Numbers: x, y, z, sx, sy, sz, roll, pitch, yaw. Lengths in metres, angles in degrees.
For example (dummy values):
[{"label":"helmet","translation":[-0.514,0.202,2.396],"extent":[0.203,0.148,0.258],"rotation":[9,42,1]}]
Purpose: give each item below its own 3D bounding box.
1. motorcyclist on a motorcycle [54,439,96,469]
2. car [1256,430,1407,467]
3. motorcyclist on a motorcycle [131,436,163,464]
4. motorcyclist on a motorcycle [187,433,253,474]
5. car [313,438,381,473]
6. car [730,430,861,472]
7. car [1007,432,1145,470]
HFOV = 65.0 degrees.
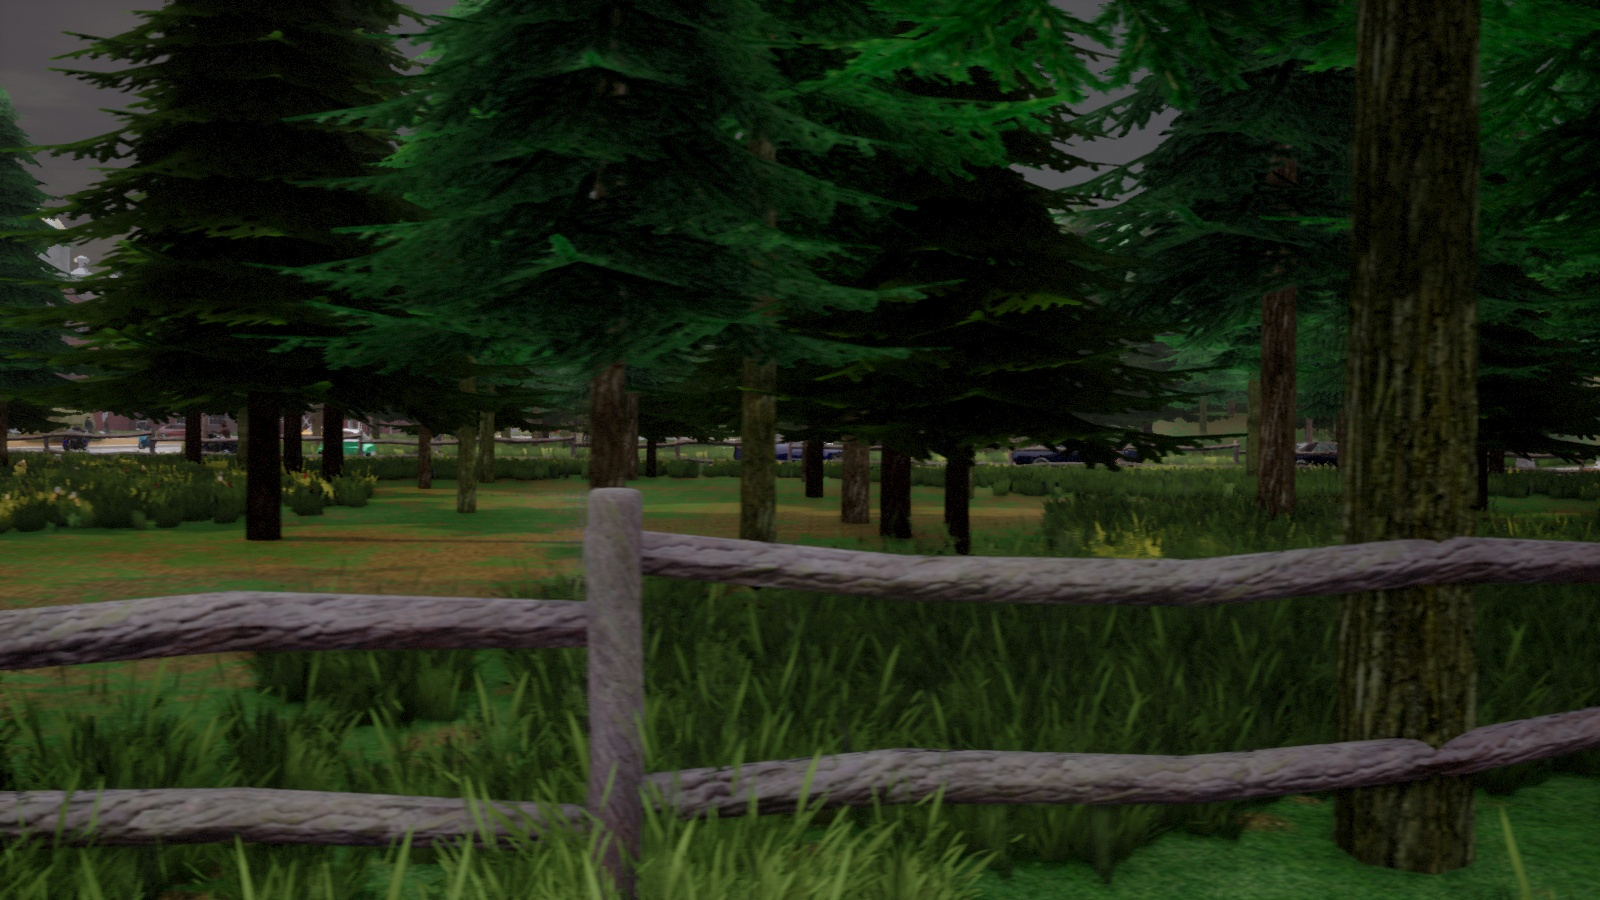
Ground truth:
[{"label":"motorcyclist on a motorcycle","translation":[-38.572,0.193,66.852],"extent":[0.866,1.530,2.191],"rotation":[-1,1,2]},{"label":"car","translation":[19.398,-0.072,45.991],"extent":[4.718,1.301,1.895],"rotation":[-1,1,2]},{"label":"motorcyclist on a motorcycle","translation":[-38.390,-0.002,73.844],"extent":[0.866,1.590,1.817],"rotation":[-1,1,2]},{"label":"motorcyclist on a motorcycle","translation":[-23.894,0.153,51.731],"extent":[2.350,1.649,0.766],"rotation":[-1,1,4]},{"label":"car","translation":[-18.498,0.205,51.340],"extent":[2.207,1.376,1.481],"rotation":[0,1,4]},{"label":"car","translation":[-0.115,0.027,46.897],"extent":[4.792,1.488,2.163],"rotation":[-1,1,3]},{"label":"car","translation":[10.141,0.023,46.416],"extent":[4.718,1.301,1.895],"rotation":[-1,1,3]}]
